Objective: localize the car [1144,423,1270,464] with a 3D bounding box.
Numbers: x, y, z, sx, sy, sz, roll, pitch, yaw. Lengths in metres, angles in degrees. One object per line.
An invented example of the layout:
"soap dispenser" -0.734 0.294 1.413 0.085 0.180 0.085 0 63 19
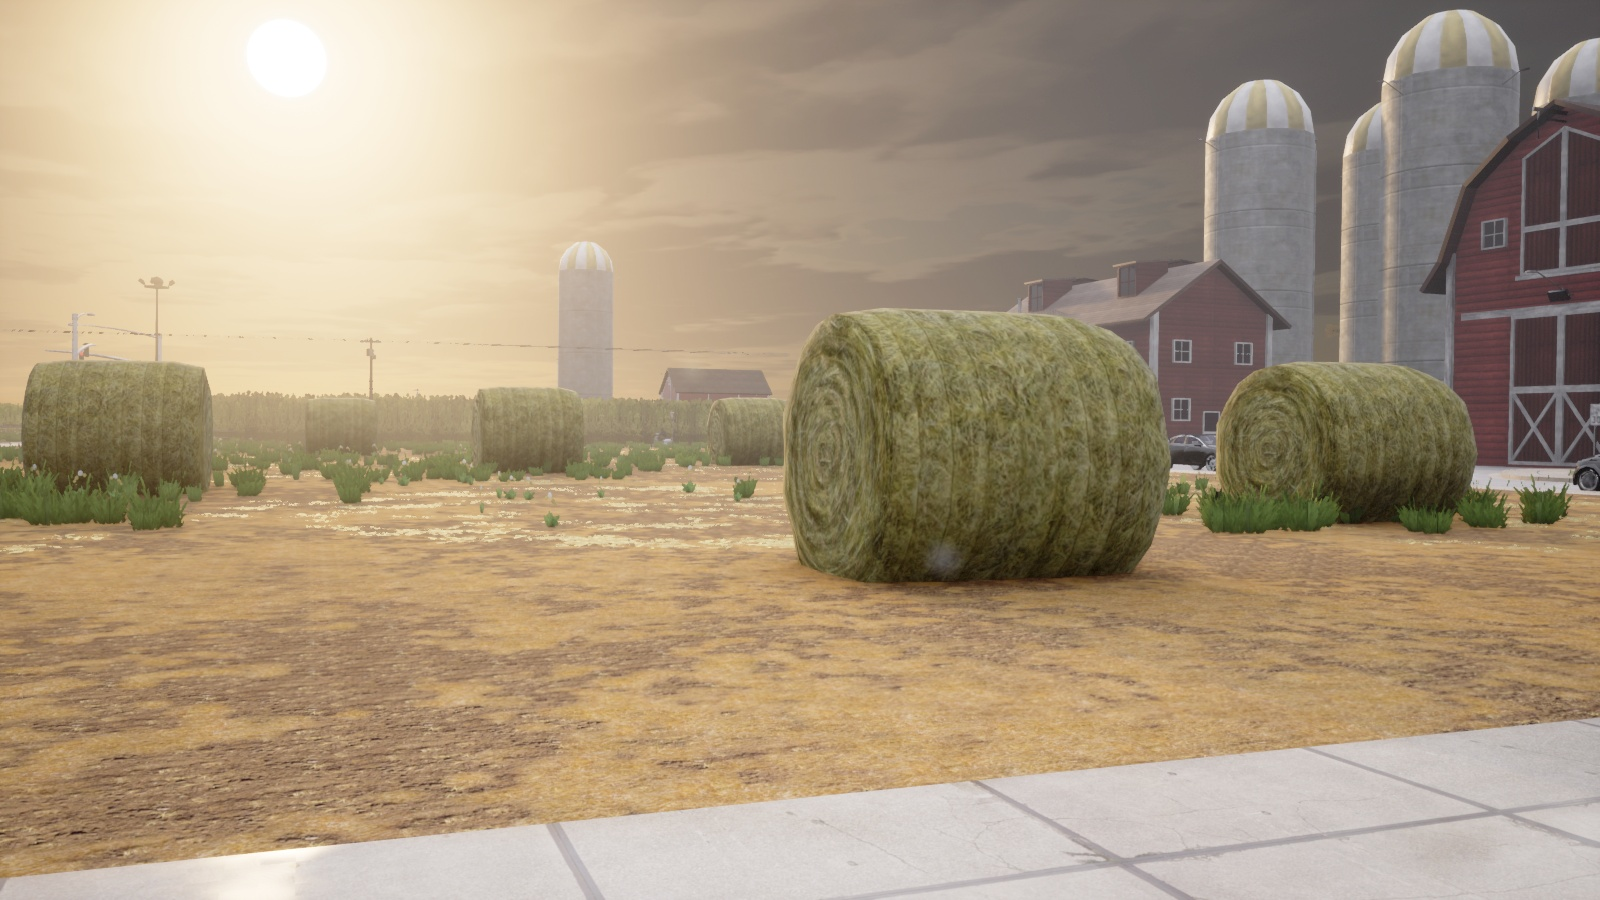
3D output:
"car" 16.229 -0.284 50.356 2.128 1.511 4.902 -2 1 -22

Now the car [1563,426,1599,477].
"car" 23.005 0.042 33.473 1.994 1.385 4.181 -1 1 -22
